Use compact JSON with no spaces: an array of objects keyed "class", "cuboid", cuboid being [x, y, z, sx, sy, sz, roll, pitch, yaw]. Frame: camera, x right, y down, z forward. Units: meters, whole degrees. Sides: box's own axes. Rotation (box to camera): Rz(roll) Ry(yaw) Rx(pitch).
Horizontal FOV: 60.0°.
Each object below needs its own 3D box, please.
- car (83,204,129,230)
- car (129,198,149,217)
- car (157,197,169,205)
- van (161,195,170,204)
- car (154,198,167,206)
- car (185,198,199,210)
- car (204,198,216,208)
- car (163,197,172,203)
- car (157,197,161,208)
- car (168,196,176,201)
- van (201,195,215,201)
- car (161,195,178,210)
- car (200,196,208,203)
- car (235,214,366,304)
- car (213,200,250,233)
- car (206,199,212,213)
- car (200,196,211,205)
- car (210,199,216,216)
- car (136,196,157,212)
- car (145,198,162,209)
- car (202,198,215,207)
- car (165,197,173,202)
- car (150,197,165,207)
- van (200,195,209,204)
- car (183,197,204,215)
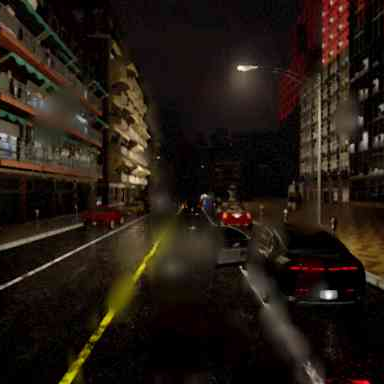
[{"class":"car","cuboid":[-5.696,1.596,21.738,1.887,1.381,4.507,0,0,0]},{"class":"car","cuboid":[-5.696,1.606,32.622,1.752,1.417,4.829,0,0,0]},{"class":"car","cuboid":[-5.695,1.731,65.951,1.887,1.381,4.507,0,0,0]},{"class":"van","cuboid":[-5.697,1.548,71.479,1.690,1.788,3.998,0,0,0]},{"class":"car","cuboid":[-5.695,1.733,60.424,1.947,1.339,4.313,0,0,0]},{"class":"car","cuboid":[0.044,1.627,47.102,1.837,1.490,4.892,0,-1,1]},{"class":"car","cuboid":[2.684,1.679,38.317,1.802,1.307,4.206,0,0,0]},{"class":"car","cuboid":[-5.695,1.810,77.004,1.802,1.307,4.206,0,0,0]},{"class":"car","cuboid":[-5.695,1.664,43.845,2.008,1.369,4.403,0,0,0]},{"class":"car","cuboid":[-5.695,1.859,93.583,1.947,1.339,4.313,0,0,0]},{"class":"van","cuboid":[2.684,1.472,49.371,1.690,1.788,3.998,0,0,0]},{"class":"car","cuboid":[-3.015,1.469,45.381,2.097,1.767,4.553,0,0,0]},{"class":"car","cuboid":[2.685,1.754,77.173,1.752,1.417,4.829,0,0,0]},{"class":"car","cuboid":[2.354,1.523,8.155,1.837,1.490,4.892,0,0,0]},{"class":"car","cuboid":[2.684,1.491,21.737,1.967,1.590,4.097,0,0,0]},{"class":"car","cuboid":[2.685,1.663,32.791,1.802,1.307,4.206,0,0,0]},{"class":"car","cuboid":[2.684,1.627,65.951,1.967,1.590,4.097,0,0,0]},{"class":"car","cuboid":[2.684,1.592,27.434,1.752,1.417,4.829,0,0,0]},{"class":"car","cuboid":[-5.697,1.412,38.318,2.192,1.841,5.009,0,0,0]},{"class":"car","cuboid":[-5.695,1.681,49.372,2.008,1.369,4.403,0,0,0]},{"class":"car","cuboid":[2.685,1.674,55.066,1.752,1.417,4.829,0,0,0]},{"class":"car","cuboid":[-5.695,1.831,82.530,1.802,1.307,4.206,0,0,0]},{"class":"car","cuboid":[-5.696,1.588,54.897,1.967,1.590,4.097,0,0,0]},{"class":"van","cuboid":[2.683,1.548,71.479,1.690,1.788,3.998,0,0,0]},{"class":"car","cuboid":[0.056,1.614,35.416,1.812,1.442,4.674,0,0,0]}]
